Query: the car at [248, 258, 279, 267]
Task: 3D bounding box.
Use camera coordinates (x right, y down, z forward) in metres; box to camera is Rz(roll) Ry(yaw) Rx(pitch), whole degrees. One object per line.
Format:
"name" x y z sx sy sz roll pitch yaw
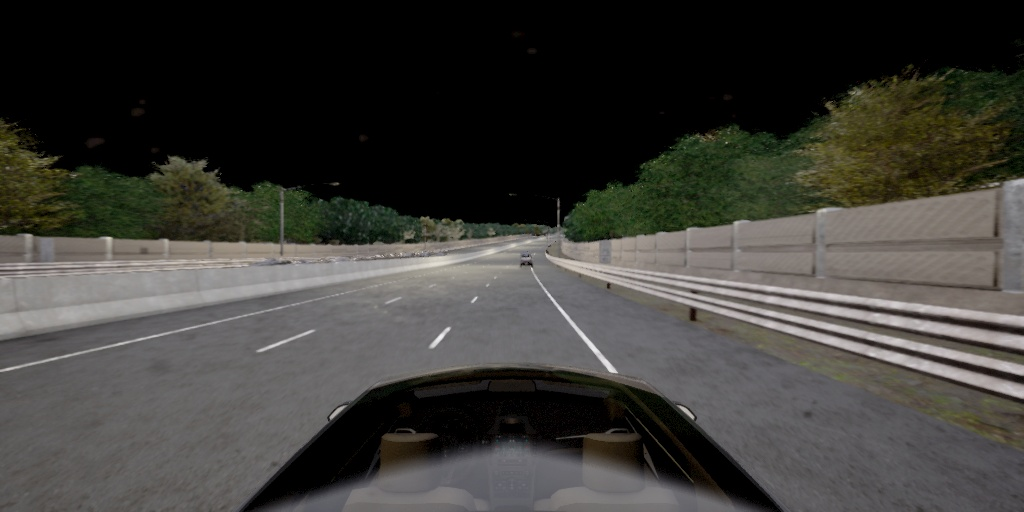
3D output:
"car" -24.097 0.960 35.939 2.128 1.511 4.902 0 1 2

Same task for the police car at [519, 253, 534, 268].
"police car" 2.038 0.805 50.785 1.930 1.638 5.238 0 1 2

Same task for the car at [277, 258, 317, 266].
"car" -20.608 1.085 35.643 1.895 1.301 4.718 0 1 2

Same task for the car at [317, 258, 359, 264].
"car" -17.075 0.980 36.328 2.128 1.511 4.902 0 1 2
